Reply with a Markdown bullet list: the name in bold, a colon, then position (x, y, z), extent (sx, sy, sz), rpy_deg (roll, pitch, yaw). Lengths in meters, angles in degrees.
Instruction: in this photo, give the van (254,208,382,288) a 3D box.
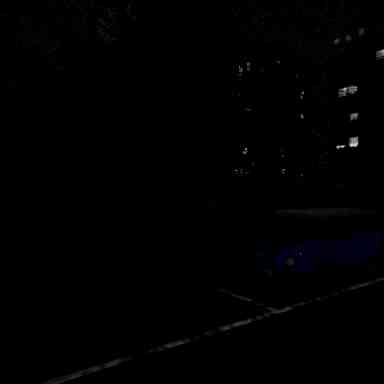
- **van**: position (3.471, 1.343, 8.972), extent (3.998, 1.788, 1.690), rpy_deg (0, 1, -35)
